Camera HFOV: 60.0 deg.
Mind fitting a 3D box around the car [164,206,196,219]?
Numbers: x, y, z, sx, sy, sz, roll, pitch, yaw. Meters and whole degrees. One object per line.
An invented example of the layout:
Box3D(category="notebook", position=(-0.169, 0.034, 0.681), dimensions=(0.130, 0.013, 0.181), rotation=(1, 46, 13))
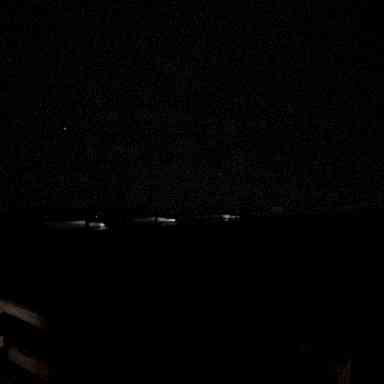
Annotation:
Box3D(category="car", position=(-1.438, 2.504, 41.704), dimensions=(1.837, 1.490, 4.892), rotation=(3, 0, 37))

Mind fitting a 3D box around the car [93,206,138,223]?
Box3D(category="car", position=(-7.560, 2.187, 33.260), dimensions=(1.837, 1.490, 4.892), rotation=(3, 0, 36))

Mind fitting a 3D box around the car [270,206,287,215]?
Box3D(category="car", position=(15.786, 3.347, 60.534), dimensions=(1.812, 1.442, 4.674), rotation=(3, 1, 37))

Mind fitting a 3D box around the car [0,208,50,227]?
Box3D(category="car", position=(-13.543, 1.910, 24.983), dimensions=(2.033, 1.411, 5.357), rotation=(3, 0, 36))

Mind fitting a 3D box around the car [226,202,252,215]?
Box3D(category="car", position=(7.792, 2.648, 54.314), dimensions=(2.150, 2.045, 5.566), rotation=(3, 0, 36))
